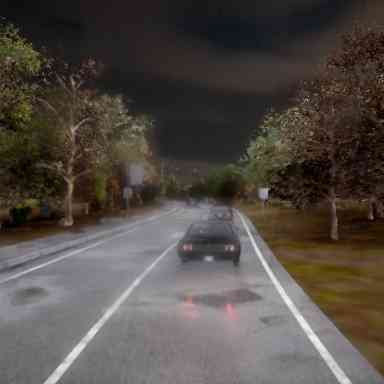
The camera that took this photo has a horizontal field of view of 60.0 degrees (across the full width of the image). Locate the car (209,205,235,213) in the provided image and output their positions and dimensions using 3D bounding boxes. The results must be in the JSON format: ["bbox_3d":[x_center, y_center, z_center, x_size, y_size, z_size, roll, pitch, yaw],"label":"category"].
[{"bbox_3d":[2.219,1.657,25.189,2.033,1.411,5.357,-1,0,7],"label":"car"}]

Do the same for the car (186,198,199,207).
[{"bbox_3d":[0.051,1.764,57.776,2.128,1.511,4.902,0,0,-3],"label":"car"}]

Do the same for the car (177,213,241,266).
[{"bbox_3d":[0.726,1.649,11.805,1.895,1.301,4.718,0,0,6],"label":"car"}]
